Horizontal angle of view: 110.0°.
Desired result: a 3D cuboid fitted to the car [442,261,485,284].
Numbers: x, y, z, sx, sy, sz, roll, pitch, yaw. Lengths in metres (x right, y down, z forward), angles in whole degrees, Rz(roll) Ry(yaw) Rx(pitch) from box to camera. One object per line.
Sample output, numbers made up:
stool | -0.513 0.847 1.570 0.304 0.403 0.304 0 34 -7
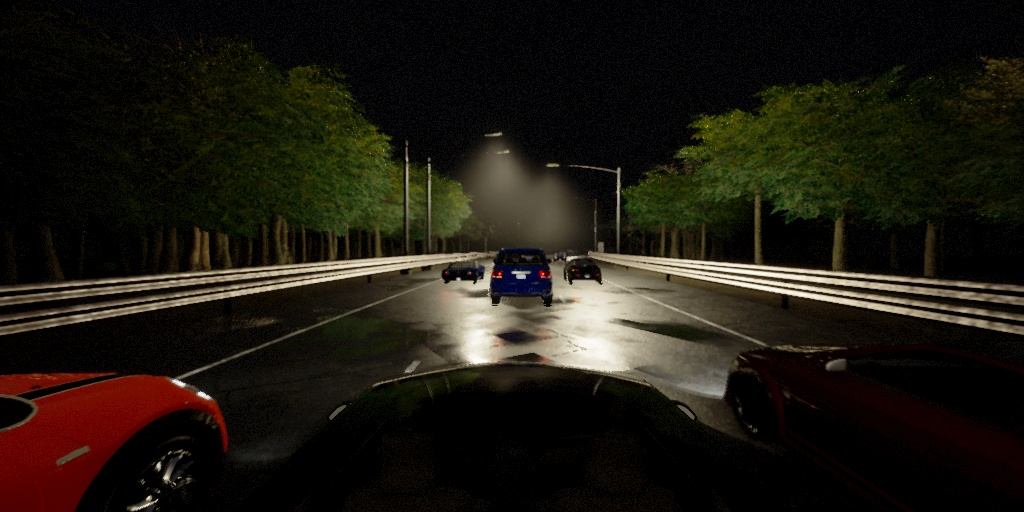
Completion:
car | -2.767 0.914 21.605 1.895 1.301 4.718 0 1 3

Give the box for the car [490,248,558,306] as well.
car | 0.398 0.698 14.212 2.150 2.045 5.566 0 1 2

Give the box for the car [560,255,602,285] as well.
car | 4.122 0.849 21.277 1.812 1.442 4.674 0 1 3

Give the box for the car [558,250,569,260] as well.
car | 7.319 0.191 54.395 1.895 1.301 4.718 0 1 8

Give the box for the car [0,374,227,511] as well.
car | -3.362 1.115 0.993 2.097 1.767 4.553 0 1 0

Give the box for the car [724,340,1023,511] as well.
car | 3.528 1.296 2.583 1.994 1.385 4.181 0 1 0
